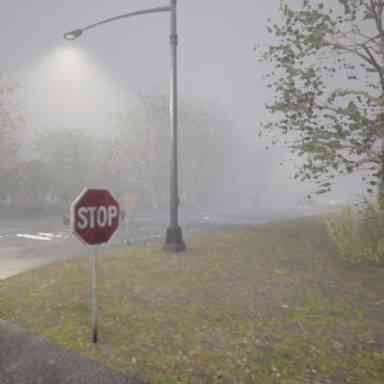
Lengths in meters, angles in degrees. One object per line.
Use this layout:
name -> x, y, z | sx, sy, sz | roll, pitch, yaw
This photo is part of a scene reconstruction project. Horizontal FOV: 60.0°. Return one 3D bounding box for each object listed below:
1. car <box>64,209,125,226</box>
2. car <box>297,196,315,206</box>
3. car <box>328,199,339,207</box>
car -> -7.420, 1.790, 25.662 | 1.882, 1.535, 5.008 | -1, 0, 36
car -> 23.459, 1.765, 68.154 | 2.150, 2.045, 5.566 | -1, -1, 36
car -> 25.954, 1.988, 60.346 | 1.812, 1.442, 4.674 | 0, -1, 32
